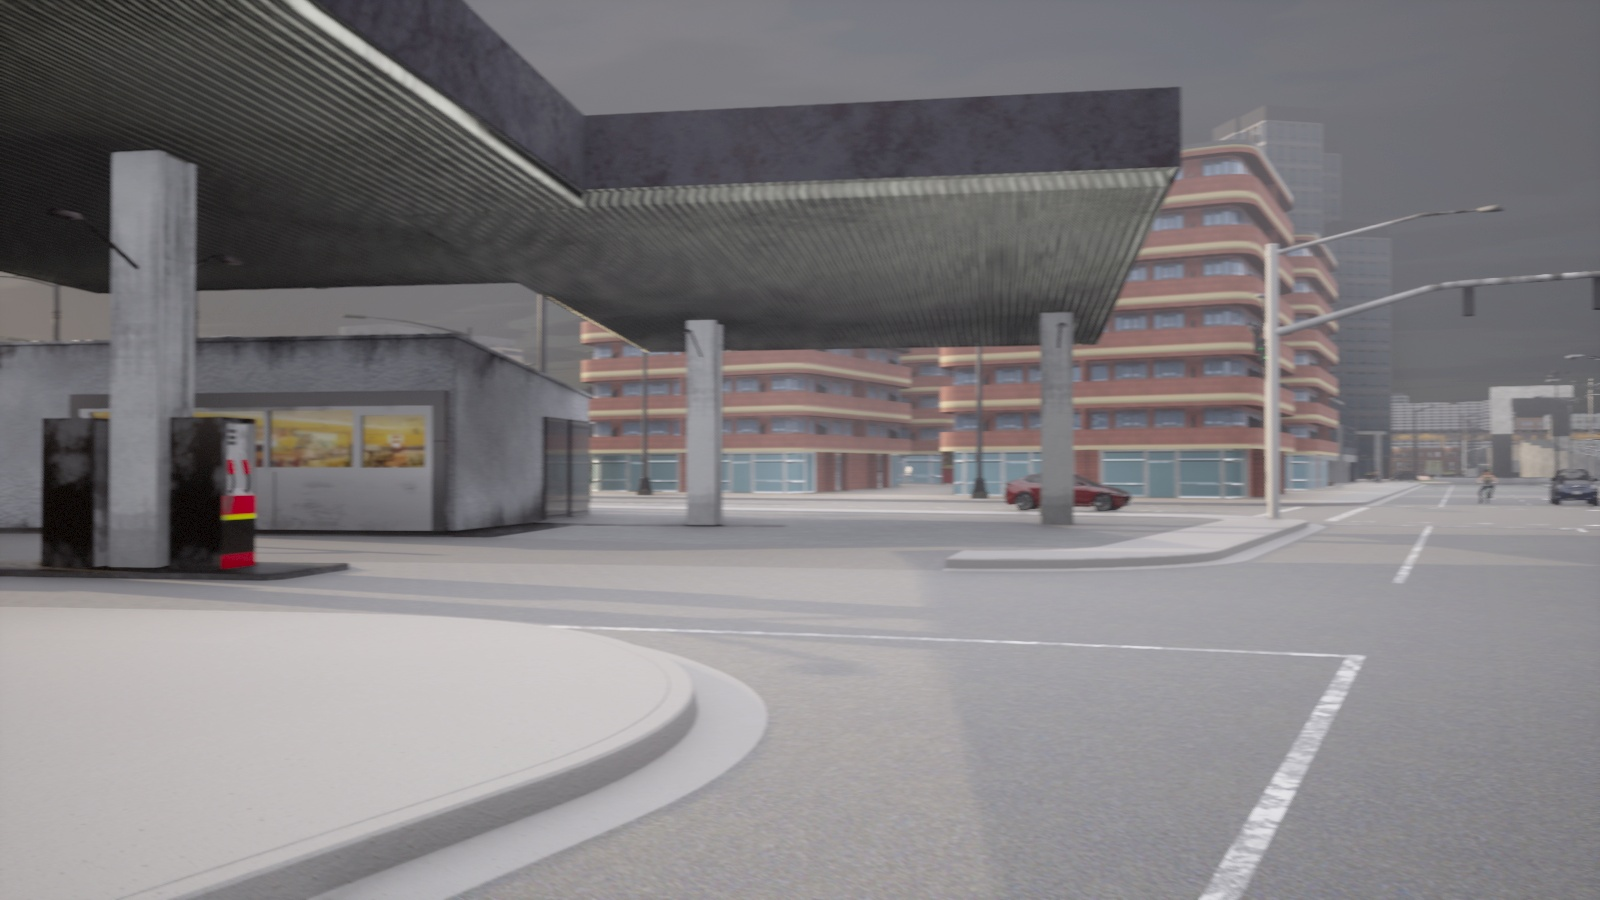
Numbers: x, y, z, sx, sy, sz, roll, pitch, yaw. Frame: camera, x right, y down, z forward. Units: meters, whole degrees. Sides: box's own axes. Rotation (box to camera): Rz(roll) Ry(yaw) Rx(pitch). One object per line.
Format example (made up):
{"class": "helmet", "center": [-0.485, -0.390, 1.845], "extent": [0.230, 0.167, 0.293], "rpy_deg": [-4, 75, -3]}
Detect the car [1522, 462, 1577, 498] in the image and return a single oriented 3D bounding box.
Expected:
{"class": "car", "center": [34.102, 1.348, 57.202], "extent": [1.851, 1.617, 3.988], "rpy_deg": [-1, -1, 27]}

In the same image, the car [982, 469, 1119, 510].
{"class": "car", "center": [9.649, 1.514, 48.425], "extent": [4.792, 1.488, 2.163], "rpy_deg": [-1, -1, 26]}
